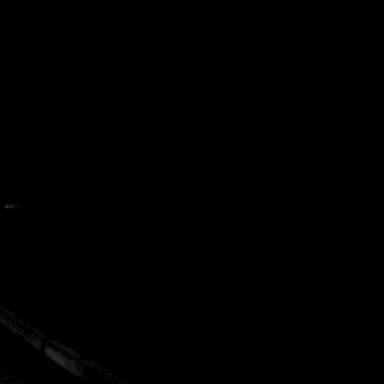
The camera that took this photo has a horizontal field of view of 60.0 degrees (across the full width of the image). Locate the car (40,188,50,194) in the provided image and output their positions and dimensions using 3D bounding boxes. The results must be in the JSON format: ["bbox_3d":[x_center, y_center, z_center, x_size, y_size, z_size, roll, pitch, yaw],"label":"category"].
[{"bbox_3d":[-30.711,-0.232,69.825,2.097,1.767,4.553,-1,2,-15],"label":"car"}]

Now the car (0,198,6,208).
[{"bbox_3d":[-21.864,1.139,36.094,2.128,1.511,4.902,-1,1,-11],"label":"car"}]
